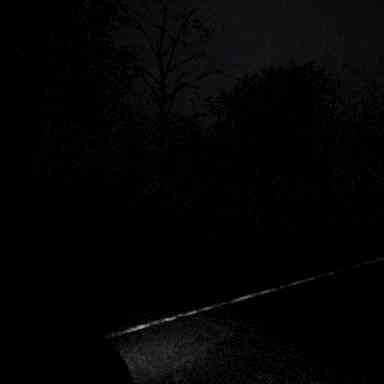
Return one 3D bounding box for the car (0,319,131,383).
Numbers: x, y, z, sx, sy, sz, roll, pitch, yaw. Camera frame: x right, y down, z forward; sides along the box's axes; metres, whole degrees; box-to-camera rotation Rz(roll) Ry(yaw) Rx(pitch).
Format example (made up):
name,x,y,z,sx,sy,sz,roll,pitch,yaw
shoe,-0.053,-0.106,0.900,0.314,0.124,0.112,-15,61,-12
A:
name,x,y,z,sx,sy,sz,roll,pitch,yaw
car,-2.710,1.534,1.832,4.892,1.490,1.837,-1,1,-35
